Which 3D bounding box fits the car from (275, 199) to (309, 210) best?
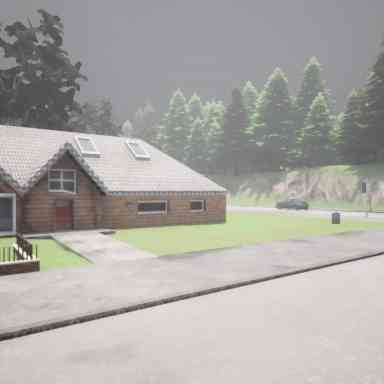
[{"bbox_3d":[12.714,1.564,42.370,1.994,1.385,4.181,0,0,-35],"label":"car"}]
